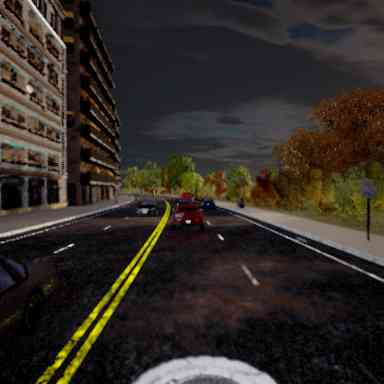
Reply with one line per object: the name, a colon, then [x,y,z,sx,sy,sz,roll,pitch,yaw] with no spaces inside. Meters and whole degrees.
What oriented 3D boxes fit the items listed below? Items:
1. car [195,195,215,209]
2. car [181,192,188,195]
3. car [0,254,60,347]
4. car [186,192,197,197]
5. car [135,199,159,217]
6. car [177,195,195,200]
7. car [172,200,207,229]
car: [1.869,1.459,43.534,1.994,1.385,4.181,0,0,-4]
car: [-1.269,1.020,77.258,2.150,2.045,5.566,0,0,-7]
car: [-3.383,1.540,3.961,2.033,1.411,5.357,0,0,0]
car: [0.481,1.336,61.389,2.128,1.511,4.902,0,0,-5]
car: [-4.096,1.424,30.784,2.128,1.511,4.902,0,0,-2]
car: [-1.121,1.455,39.459,2.033,1.411,5.357,0,0,-3]
car: [-0.285,1.479,20.915,1.812,1.442,4.674,0,0,-2]
